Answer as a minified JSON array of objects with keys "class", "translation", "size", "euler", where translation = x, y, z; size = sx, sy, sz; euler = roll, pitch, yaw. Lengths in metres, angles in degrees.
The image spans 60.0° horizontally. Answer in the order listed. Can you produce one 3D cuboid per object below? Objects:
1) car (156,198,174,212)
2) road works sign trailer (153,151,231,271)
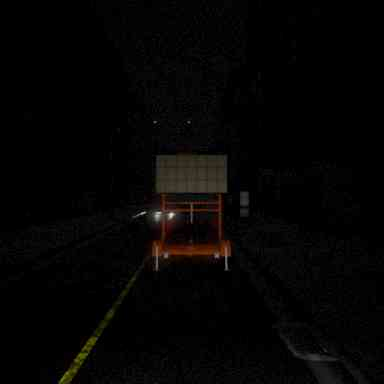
[{"class":"car","translation":[-3.140,1.499,39.661],"size":[1.882,1.535,5.008],"euler":[0,0,0]},{"class":"road works sign trailer","translation":[-0.011,0.467,10.918],"size":[2.380,3.560,2.880],"euler":[0,0,0]}]
